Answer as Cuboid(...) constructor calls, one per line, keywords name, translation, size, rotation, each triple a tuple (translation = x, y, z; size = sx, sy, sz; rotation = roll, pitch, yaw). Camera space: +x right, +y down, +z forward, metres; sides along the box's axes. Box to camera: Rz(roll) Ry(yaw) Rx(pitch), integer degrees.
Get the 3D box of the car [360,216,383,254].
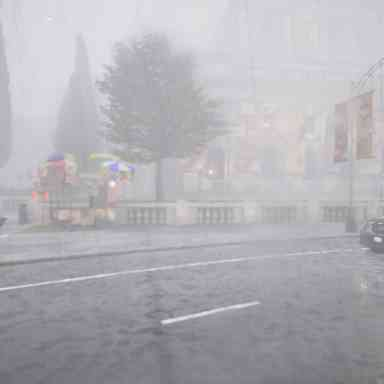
Cuboid(name="car", translation=(8.510, 1.151, 11.284), size=(5.566, 2.045, 2.150), rotation=(0, 0, -17))
